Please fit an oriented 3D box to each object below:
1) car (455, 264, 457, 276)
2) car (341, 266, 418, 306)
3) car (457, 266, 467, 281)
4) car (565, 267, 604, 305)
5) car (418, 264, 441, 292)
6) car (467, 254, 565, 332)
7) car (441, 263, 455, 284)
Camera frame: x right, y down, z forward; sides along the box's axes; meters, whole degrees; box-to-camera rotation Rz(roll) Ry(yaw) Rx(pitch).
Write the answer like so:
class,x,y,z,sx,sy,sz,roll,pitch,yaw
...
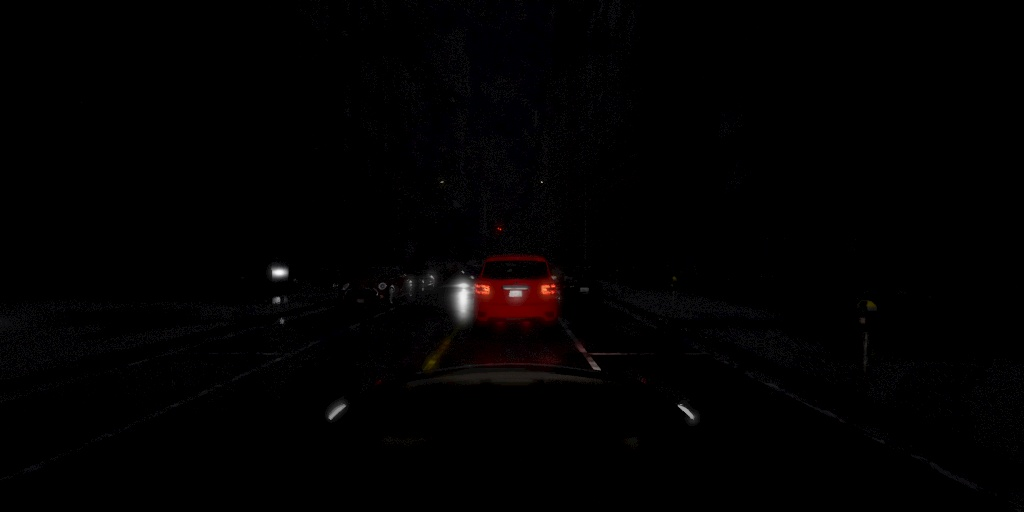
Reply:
class,x,y,z,sx,sy,sz,roll,pitch,yaw
car,-5.760,1.295,32.179,1.888,1.381,4.507,0,0,0
car,-5.763,1.188,15.663,1.967,1.591,4.097,0,0,0
car,-2.998,1.350,29.565,1.895,1.301,4.718,0,0,0
car,2.763,1.314,15.662,1.948,1.339,4.313,0,0,0
car,-5.762,1.315,21.169,1.948,1.339,4.313,0,0,0
car,0.103,0.970,11.023,2.150,2.045,5.566,0,0,0
car,-5.761,1.300,26.674,2.007,1.370,4.403,0,0,0
